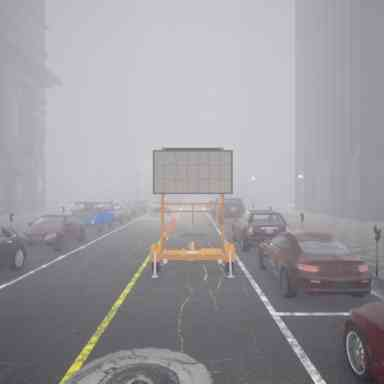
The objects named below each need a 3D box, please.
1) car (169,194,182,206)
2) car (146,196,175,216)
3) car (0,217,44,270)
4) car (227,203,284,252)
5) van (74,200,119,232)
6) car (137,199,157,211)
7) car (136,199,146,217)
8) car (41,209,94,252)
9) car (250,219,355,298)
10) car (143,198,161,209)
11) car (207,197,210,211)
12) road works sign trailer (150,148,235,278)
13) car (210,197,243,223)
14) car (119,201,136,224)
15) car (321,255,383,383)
[{"bbox_3d":[-2.873,1.201,55.116,2.150,2.045,5.566,0,0,0],"label":"car"},{"bbox_3d":[-3.022,1.488,33.000,1.882,1.535,5.008,0,0,0],"label":"car"},{"bbox_3d":[-5.747,1.551,8.256,2.008,1.369,4.403,0,0,0],"label":"car"},{"bbox_3d":[2.790,1.441,13.878,1.967,1.590,4.097,0,0,0],"label":"car"},{"bbox_3d":[-5.722,1.344,19.530,1.690,1.788,3.998,0,0,0],"label":"van"},{"bbox_3d":[-5.670,1.584,42.076,1.947,1.339,4.313,0,0,0],"label":"car"},{"bbox_3d":[-5.695,1.591,30.803,1.802,1.307,4.206,0,0,0],"label":"car"},{"bbox_3d":[-5.734,1.583,13.893,1.802,1.307,4.206,0,0,0],"label":"car"},{"bbox_3d":[2.778,1.582,8.242,1.802,1.307,4.206,0,0,0],"label":"car"},{"bbox_3d":[-5.657,1.574,47.713,2.008,1.369,4.403,0,0,0],"label":"car"},{"bbox_3d":[2.828,1.324,30.786,2.192,1.841,5.009,0,0,0],"label":"car"},{"bbox_3d":[0.023,0.464,10.138,2.380,3.560,2.880,0,0,0],"label":"road works sign trailer"},{"bbox_3d":[2.815,1.320,25.150,2.192,1.841,5.009,0,0,0],"label":"car"},{"bbox_3d":[-5.709,1.531,24.996,1.752,1.417,4.829,0,0,0],"label":"car"},{"bbox_3d":[2.765,1.582,2.606,1.802,1.307,4.206,0,0,0],"label":"car"}]
